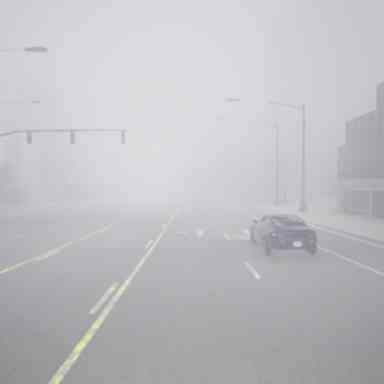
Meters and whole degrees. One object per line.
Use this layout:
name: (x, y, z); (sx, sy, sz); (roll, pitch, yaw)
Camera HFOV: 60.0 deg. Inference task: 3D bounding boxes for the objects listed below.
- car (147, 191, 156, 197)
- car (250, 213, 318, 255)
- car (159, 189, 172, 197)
car: (-10.480, 0.424, 85.865); (2.128, 1.511, 4.902); (0, 1, 0)
car: (3.554, 1.564, 13.417); (1.812, 1.442, 4.674); (0, 0, 1)
car: (-6.980, 0.124, 85.830); (2.150, 2.045, 5.566); (0, 1, 0)
